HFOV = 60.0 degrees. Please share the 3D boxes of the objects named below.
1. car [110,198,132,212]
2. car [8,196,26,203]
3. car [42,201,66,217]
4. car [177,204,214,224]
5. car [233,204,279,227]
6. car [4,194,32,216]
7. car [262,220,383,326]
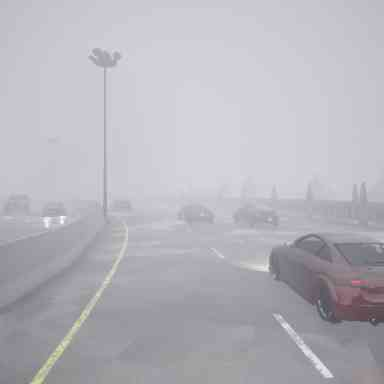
[{"bbox_3d":[-8.428,1.490,39.470,2.128,1.511,4.902,0,0,-23],"label":"car"},{"bbox_3d":[-34.813,1.519,66.033,1.895,1.301,4.718,0,0,-45],"label":"car"},{"bbox_3d":[-12.804,1.563,31.080,1.994,1.385,4.181,0,0,-20],"label":"car"},{"bbox_3d":[0.193,1.563,25.107,1.994,1.385,4.181,0,0,-14],"label":"car"},{"bbox_3d":[4.326,1.525,22.861,1.812,1.442,4.674,0,0,-12],"label":"car"},{"bbox_3d":[-17.438,1.221,33.578,2.150,2.045,5.566,0,0,-22],"label":"car"},{"bbox_3d":[3.126,1.564,7.218,1.994,1.385,4.181,0,0,-4],"label":"car"}]
